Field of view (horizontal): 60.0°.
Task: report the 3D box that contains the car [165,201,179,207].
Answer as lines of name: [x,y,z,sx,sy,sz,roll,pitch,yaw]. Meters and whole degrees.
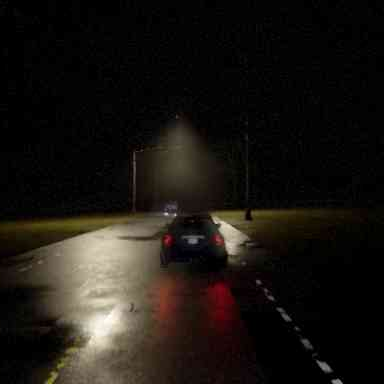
car: [-3.543,2.634,58.668,2.150,2.045,5.566,0,-1,1]

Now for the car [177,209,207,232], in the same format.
car: [0.028,2.079,25.301,2.033,1.411,5.357,0,-1,1]

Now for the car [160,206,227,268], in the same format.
car: [0.046,1.552,12.204,2.097,1.767,4.553,0,-1,0]
